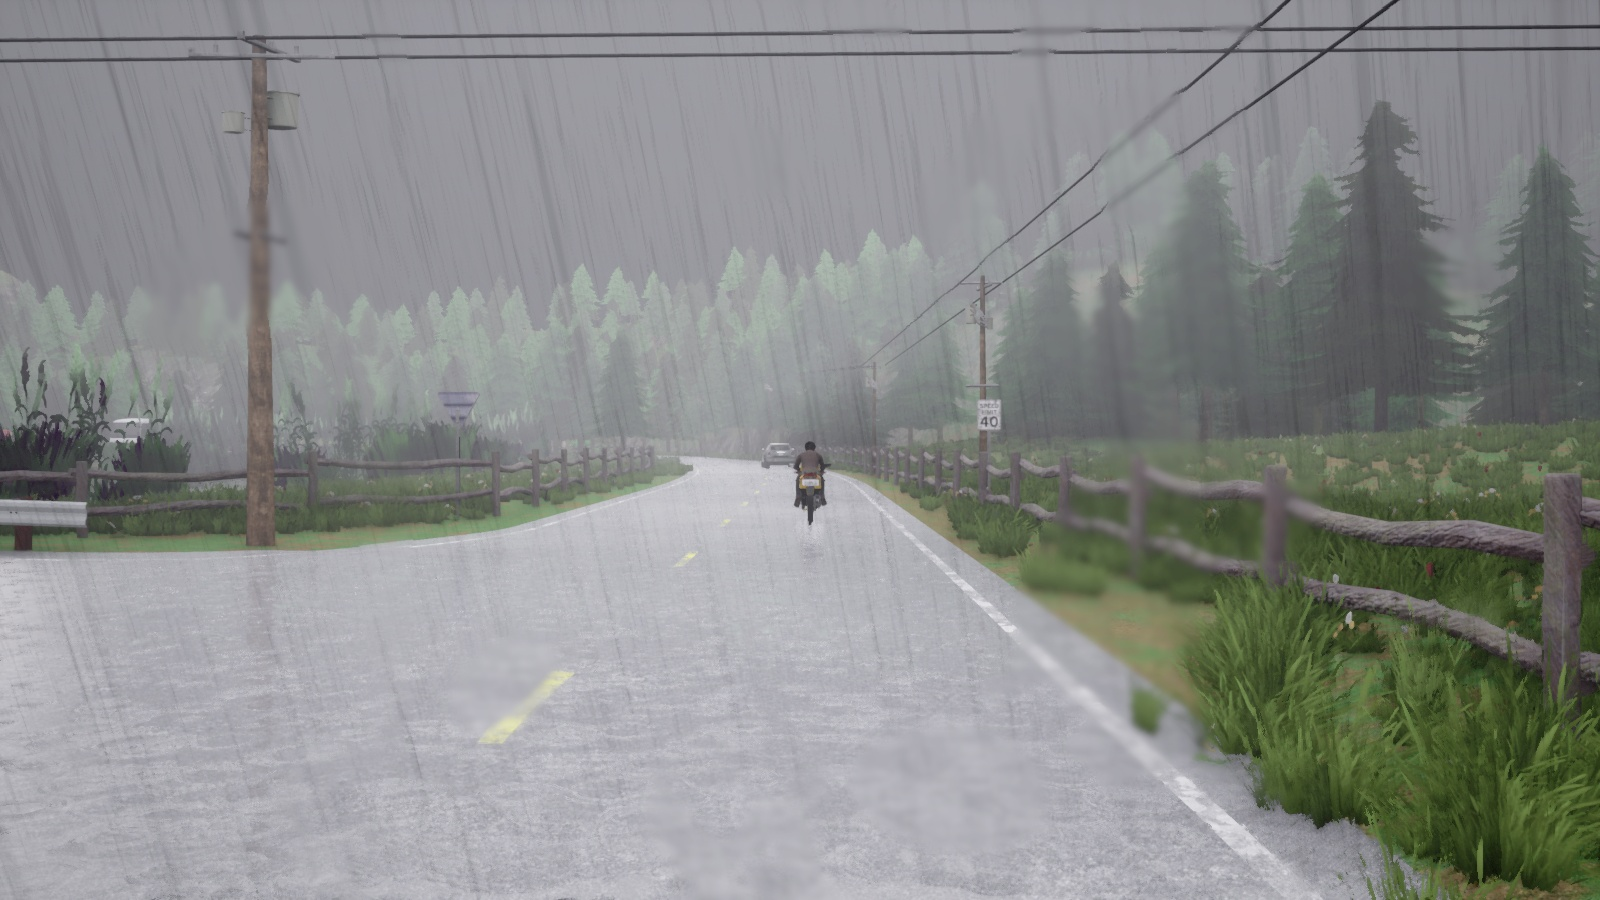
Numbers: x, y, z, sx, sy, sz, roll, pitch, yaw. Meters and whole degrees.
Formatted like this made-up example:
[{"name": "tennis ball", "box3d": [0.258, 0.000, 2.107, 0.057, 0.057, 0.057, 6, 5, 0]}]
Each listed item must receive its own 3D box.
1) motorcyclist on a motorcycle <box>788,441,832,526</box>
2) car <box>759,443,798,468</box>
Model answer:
[{"name": "motorcyclist on a motorcycle", "box3d": [0.190, 0.597, 23.640, 0.797, 1.523, 2.044, 0, 0, 0]}, {"name": "car", "box3d": [-1.309, 0.293, 74.791, 1.970, 1.475, 3.806, 0, 0, -6]}]
